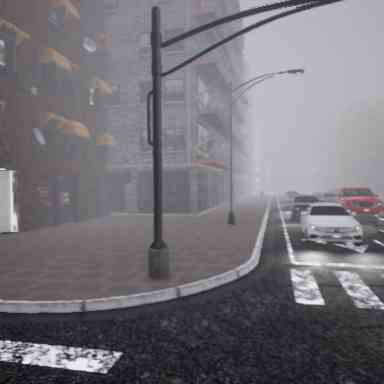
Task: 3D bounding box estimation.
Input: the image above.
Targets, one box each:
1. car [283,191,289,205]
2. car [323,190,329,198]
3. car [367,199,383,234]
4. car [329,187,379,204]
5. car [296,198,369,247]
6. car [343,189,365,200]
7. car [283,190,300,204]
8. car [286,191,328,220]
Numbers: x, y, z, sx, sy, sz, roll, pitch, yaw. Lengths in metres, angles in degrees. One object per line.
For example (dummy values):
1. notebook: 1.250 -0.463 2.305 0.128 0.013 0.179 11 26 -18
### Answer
1. car: 9.831 0.888 31.400 1.895 1.301 4.718 0 1 14
2. car: 13.278 0.782 31.815 1.812 1.442 4.674 0 1 14
3. car: 8.683 1.175 13.140 1.994 1.385 4.181 0 1 15
4. car: 10.907 0.659 22.221 2.150 2.045 5.566 0 1 14
5. car: 5.373 1.156 13.323 1.812 1.442 4.674 0 1 14
6. car: 24.800 0.339 51.116 2.128 1.511 4.902 0 1 14
7. car: 12.294 0.579 41.245 1.882 1.535 5.008 0 1 14
8. car: 7.567 0.938 22.243 1.882 1.535 5.008 0 1 14
